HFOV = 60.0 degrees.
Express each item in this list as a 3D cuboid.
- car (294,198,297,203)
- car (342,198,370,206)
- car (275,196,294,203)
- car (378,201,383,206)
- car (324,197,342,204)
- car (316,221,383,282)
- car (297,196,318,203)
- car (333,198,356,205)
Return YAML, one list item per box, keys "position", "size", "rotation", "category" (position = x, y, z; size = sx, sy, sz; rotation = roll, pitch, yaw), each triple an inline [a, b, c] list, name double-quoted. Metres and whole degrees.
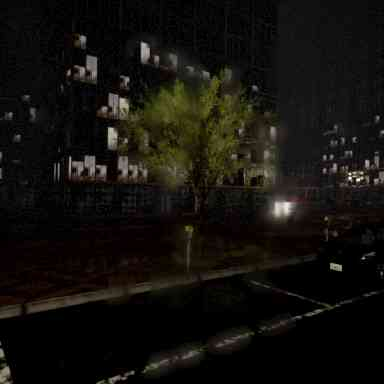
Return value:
- position: [27.369, 2.123, 88.270]
  size: [1.802, 1.307, 4.206]
  rotation: [1, -1, -20]
  category: "car"
- position: [29.613, 1.764, 59.282]
  size: [2.008, 1.369, 4.403]
  rotation: [1, -1, -20]
  category: "car"
- position: [21.910, 1.795, 80.283]
  size: [1.967, 1.590, 4.097]
  rotation: [1, -1, -20]
  category: "car"
- position: [36.946, 1.890, 62.170]
  size: [1.752, 1.417, 4.829]
  rotation: [1, -1, -20]
  category: "car"
- position: [27.688, 1.689, 64.534]
  size: [1.967, 1.590, 4.097]
  rotation: [1, -1, -20]
  category: "car"
- position: [5.544, 1.574, 9.810]
  size: [4.313, 1.339, 1.947]
  rotation: [0, 1, -34]
  category: "car"
- position: [29.300, 1.821, 83.021]
  size: [2.192, 1.841, 5.009]
  rotation: [1, -1, -20]
  category: "car"
- position: [33.151, 1.985, 72.514]
  size: [2.008, 1.369, 4.403]
  rotation: [1, -1, -20]
  category: "car"
